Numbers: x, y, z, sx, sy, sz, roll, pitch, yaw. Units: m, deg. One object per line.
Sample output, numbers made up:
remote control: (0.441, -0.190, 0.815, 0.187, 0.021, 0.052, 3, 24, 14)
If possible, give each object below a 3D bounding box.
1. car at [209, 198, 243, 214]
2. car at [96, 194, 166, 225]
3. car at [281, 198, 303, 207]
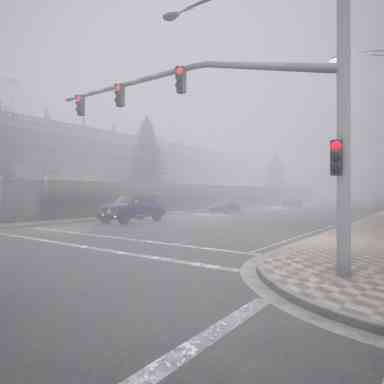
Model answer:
car: (3.632, 1.450, 35.015, 1.837, 1.490, 4.892, 0, 0, 36)
car: (-4.263, 1.168, 24.238, 2.150, 2.045, 5.566, 0, 0, 36)
car: (15.326, 1.546, 50.833, 1.895, 1.301, 4.718, 0, 0, 36)
